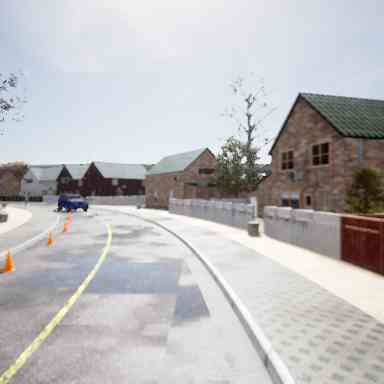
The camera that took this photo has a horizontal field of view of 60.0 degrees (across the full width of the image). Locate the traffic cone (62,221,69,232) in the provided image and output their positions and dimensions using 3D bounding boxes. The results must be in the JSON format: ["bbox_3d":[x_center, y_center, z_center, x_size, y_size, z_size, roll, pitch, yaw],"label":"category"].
[{"bbox_3d":[-7.260,1.977,19.128,0.340,0.580,0.340,0,0,-15],"label":"traffic cone"}]

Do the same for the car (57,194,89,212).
[{"bbox_3d":[-13.970,1.258,38.887,2.150,2.045,5.566,0,0,-39],"label":"car"}]

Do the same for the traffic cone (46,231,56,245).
[{"bbox_3d":[-6.129,1.976,14.423,0.340,0.580,0.340,0,0,-12],"label":"traffic cone"}]

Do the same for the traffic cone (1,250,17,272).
[{"bbox_3d":[-5.308,1.975,9.655,0.340,0.580,0.340,0,0,-8],"label":"traffic cone"}]
